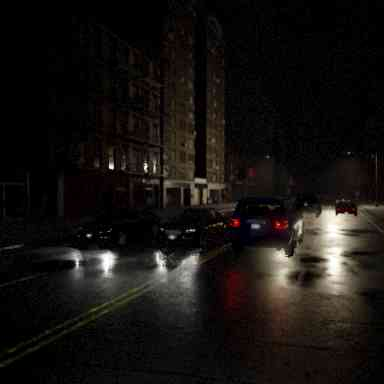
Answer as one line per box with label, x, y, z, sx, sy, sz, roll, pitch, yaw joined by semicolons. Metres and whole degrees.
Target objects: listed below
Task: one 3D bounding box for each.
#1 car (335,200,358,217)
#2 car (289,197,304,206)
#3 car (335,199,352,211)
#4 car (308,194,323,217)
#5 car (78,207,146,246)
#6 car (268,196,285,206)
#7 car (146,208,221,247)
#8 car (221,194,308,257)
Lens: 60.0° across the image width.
car;14.739;1.588;31.878;1.895;1.301;4.718;0;0;24
car;16.952;1.573;53.742;1.895;1.301;4.718;0;0;24
car;18.678;1.583;41.050;1.895;1.301;4.718;0;0;24
car;10.865;1.204;31.043;2.150;2.045;5.566;0;0;23
car;-3.163;1.495;15.520;1.837;1.490;4.892;0;0;23
car;14.100;1.475;55.330;1.837;1.490;4.892;0;0;24
car;0.202;1.484;15.114;2.128;1.511;4.902;0;0;23
car;3.181;1.216;13.372;2.150;2.045;5.566;0;0;24
